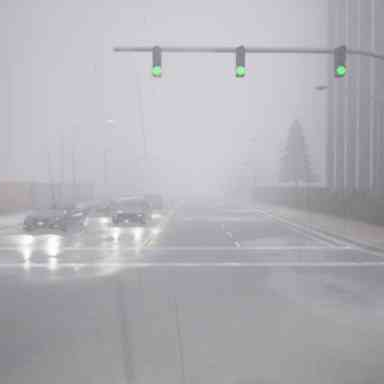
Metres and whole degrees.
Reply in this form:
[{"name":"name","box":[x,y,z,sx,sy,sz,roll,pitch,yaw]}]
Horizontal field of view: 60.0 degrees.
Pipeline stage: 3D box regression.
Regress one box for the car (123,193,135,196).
[{"name":"car","box":[-7.043,0.812,37.106,1.812,1.442,4.674,0,1,0]}]

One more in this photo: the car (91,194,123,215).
[{"name":"car","box":[-7.091,1.028,26.287,1.812,1.442,4.674,0,1,0]}]

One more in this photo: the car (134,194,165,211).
[{"name":"car","box":[-3.581,0.906,30.582,2.128,1.511,4.902,0,1,0]}]

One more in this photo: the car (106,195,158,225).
[{"name":"car","box":[-3.594,1.154,20.959,2.033,1.411,5.357,0,1,0]}]

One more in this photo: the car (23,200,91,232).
[{"name":"car","box":[-7.100,1.242,17.535,1.994,1.385,4.181,0,1,-1]}]
